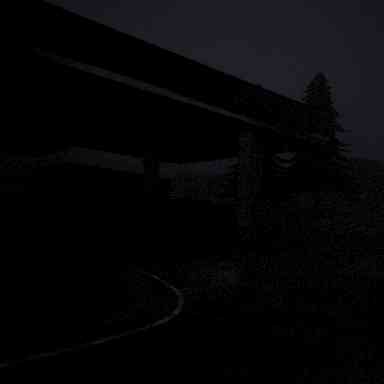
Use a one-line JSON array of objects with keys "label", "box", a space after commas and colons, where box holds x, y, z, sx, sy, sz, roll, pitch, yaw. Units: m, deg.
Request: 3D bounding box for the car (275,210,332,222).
[{"label": "car", "box": [10.211, 2.354, 30.954, 2.033, 1.411, 5.357, 2, -1, -37]}]

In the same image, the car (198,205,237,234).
[{"label": "car", "box": [2.152, 1.854, 23.493, 1.905, 1.878, 3.866, 2, -1, -37]}]

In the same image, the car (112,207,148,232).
[{"label": "car", "box": [-4.982, 1.883, 23.524, 2.242, 1.667, 4.611, 2, -1, -37]}]
